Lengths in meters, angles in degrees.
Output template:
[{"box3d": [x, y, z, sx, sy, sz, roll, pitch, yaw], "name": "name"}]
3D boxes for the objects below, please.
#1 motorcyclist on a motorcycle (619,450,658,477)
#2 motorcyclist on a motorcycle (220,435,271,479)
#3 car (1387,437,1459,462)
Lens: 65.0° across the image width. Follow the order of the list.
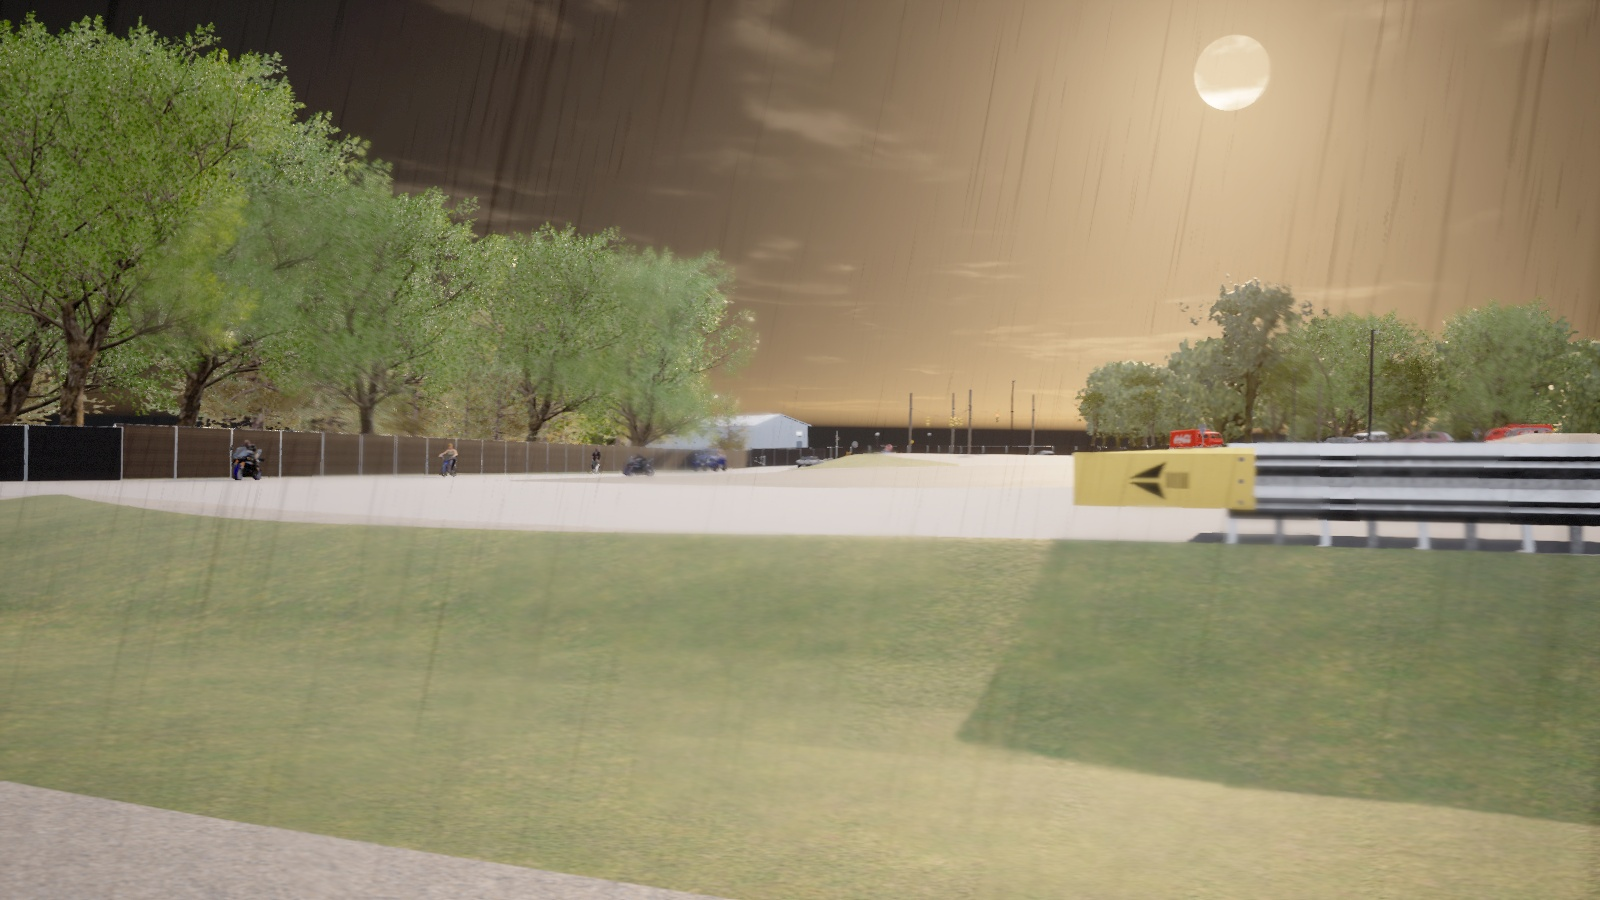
[{"box3d": [-9.569, 0.829, 74.389, 0.866, 1.530, 2.191, 2, 0, 44], "name": "motorcyclist on a motorcycle"}, {"box3d": [-20.086, 0.247, 45.556, 0.866, 1.530, 2.191, 2, 0, -1], "name": "motorcyclist on a motorcycle"}, {"box3d": [38.786, -0.012, 78.215, 3.633, 1.501, 1.845, -2, -1, 39], "name": "car"}]
